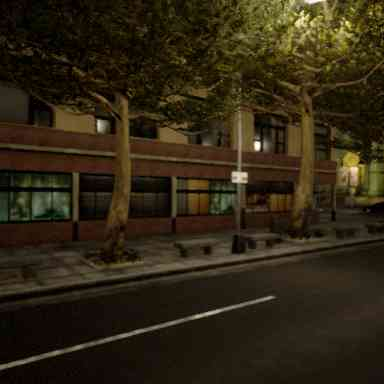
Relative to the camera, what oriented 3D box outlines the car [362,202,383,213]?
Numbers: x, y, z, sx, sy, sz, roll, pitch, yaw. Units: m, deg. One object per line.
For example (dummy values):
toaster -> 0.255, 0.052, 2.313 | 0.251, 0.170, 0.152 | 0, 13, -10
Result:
car -> 23.578, 1.931, 40.849 | 1.837, 1.490, 4.892 | 1, 0, -36
